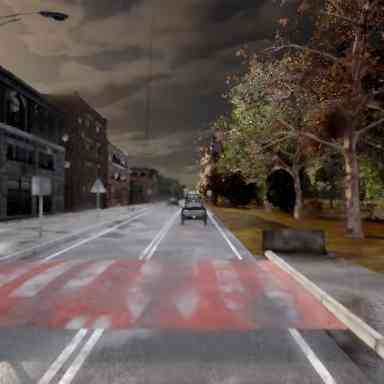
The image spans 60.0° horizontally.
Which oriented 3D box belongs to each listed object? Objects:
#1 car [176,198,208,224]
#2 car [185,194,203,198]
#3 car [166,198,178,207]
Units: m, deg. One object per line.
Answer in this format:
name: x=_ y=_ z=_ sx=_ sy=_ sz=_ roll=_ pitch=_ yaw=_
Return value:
car: x=0.141 y=1.463 z=24.677 sx=2.128 sy=1.511 sz=4.902 roll=0 pitch=0 yaw=0
car: x=0.211 y=1.233 z=43.999 sx=2.150 sy=2.045 sz=5.566 roll=0 pitch=0 yaw=0
car: x=-3.139 y=1.649 z=54.401 sx=2.033 sy=1.411 sz=5.357 roll=0 pitch=-1 yaw=1
